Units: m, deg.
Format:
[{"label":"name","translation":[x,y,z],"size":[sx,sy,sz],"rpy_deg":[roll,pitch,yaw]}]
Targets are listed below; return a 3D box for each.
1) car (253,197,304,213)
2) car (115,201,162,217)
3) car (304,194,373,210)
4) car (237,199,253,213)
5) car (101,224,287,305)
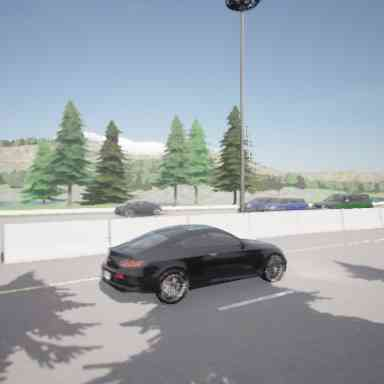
[{"label":"car","translation":[8.011,1.269,28.778],"size":[4.553,1.767,2.097],"rpy_deg":[0,0,-26]},{"label":"car","translation":[-4.779,1.468,29.778],"size":[4.181,1.385,1.994],"rpy_deg":[0,0,-30]},{"label":"car","translation":[12.204,1.147,26.976],"size":[5.566,2.045,2.150],"rpy_deg":[0,0,-25]},{"label":"car","translation":[6.582,1.258,31.978],"size":[4.553,1.767,2.097],"rpy_deg":[0,0,-26]},{"label":"car","translation":[0.213,1.501,7.972],"size":[4.674,1.442,1.812],"rpy_deg":[0,0,-34]}]
